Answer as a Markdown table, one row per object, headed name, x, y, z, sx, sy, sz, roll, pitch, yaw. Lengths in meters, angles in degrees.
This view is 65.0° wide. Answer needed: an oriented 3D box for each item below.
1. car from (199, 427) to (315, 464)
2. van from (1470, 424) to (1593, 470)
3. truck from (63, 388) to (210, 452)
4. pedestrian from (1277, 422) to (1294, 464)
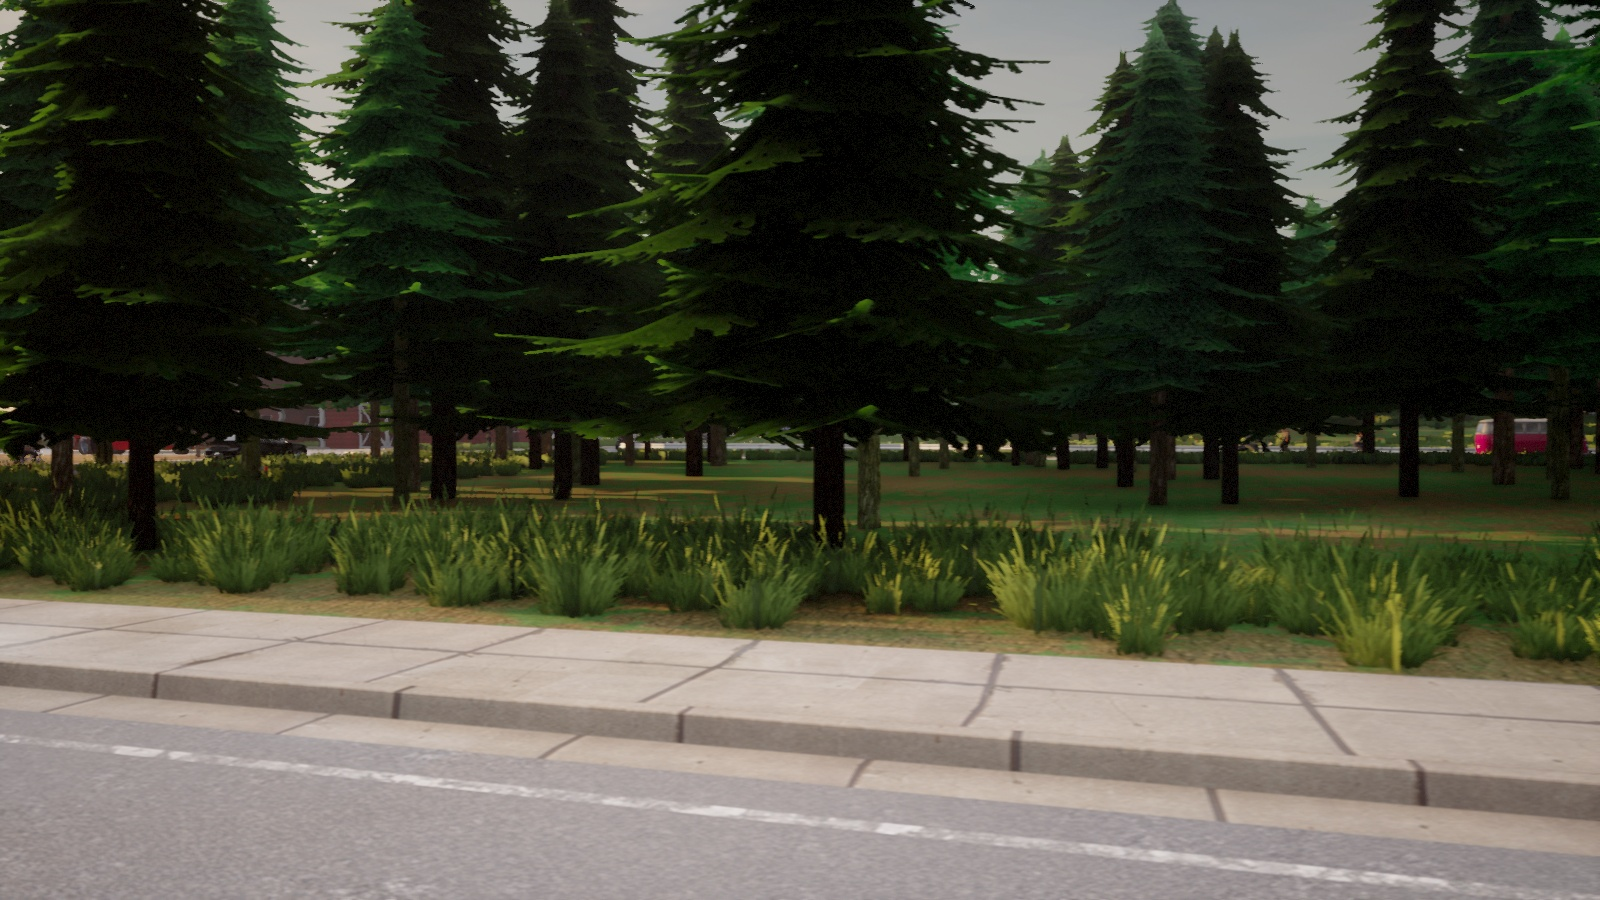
| name | x | y | z | sx | sy | sz | roll | pitch | yaw |
| --- | --- | --- | --- | --- | --- | --- | --- | --- | --- |
| car | -23.787 | -0.218 | 55.273 | 1.882 | 1.535 | 5.008 | 1 | 1 | 17 |
| van | 32.493 | -0.172 | 55.926 | 4.442 | 1.987 | 1.775 | 1 | 1 | 19 |
| truck | -41.322 | -1.869 | 78.270 | 8.468 | 3.827 | 2.891 | 0 | 1 | 16 |
| pedestrian | 21.308 | -0.310 | 55.123 | 0.634 | 1.846 | 0.331 | 1 | 1 | 20 |
